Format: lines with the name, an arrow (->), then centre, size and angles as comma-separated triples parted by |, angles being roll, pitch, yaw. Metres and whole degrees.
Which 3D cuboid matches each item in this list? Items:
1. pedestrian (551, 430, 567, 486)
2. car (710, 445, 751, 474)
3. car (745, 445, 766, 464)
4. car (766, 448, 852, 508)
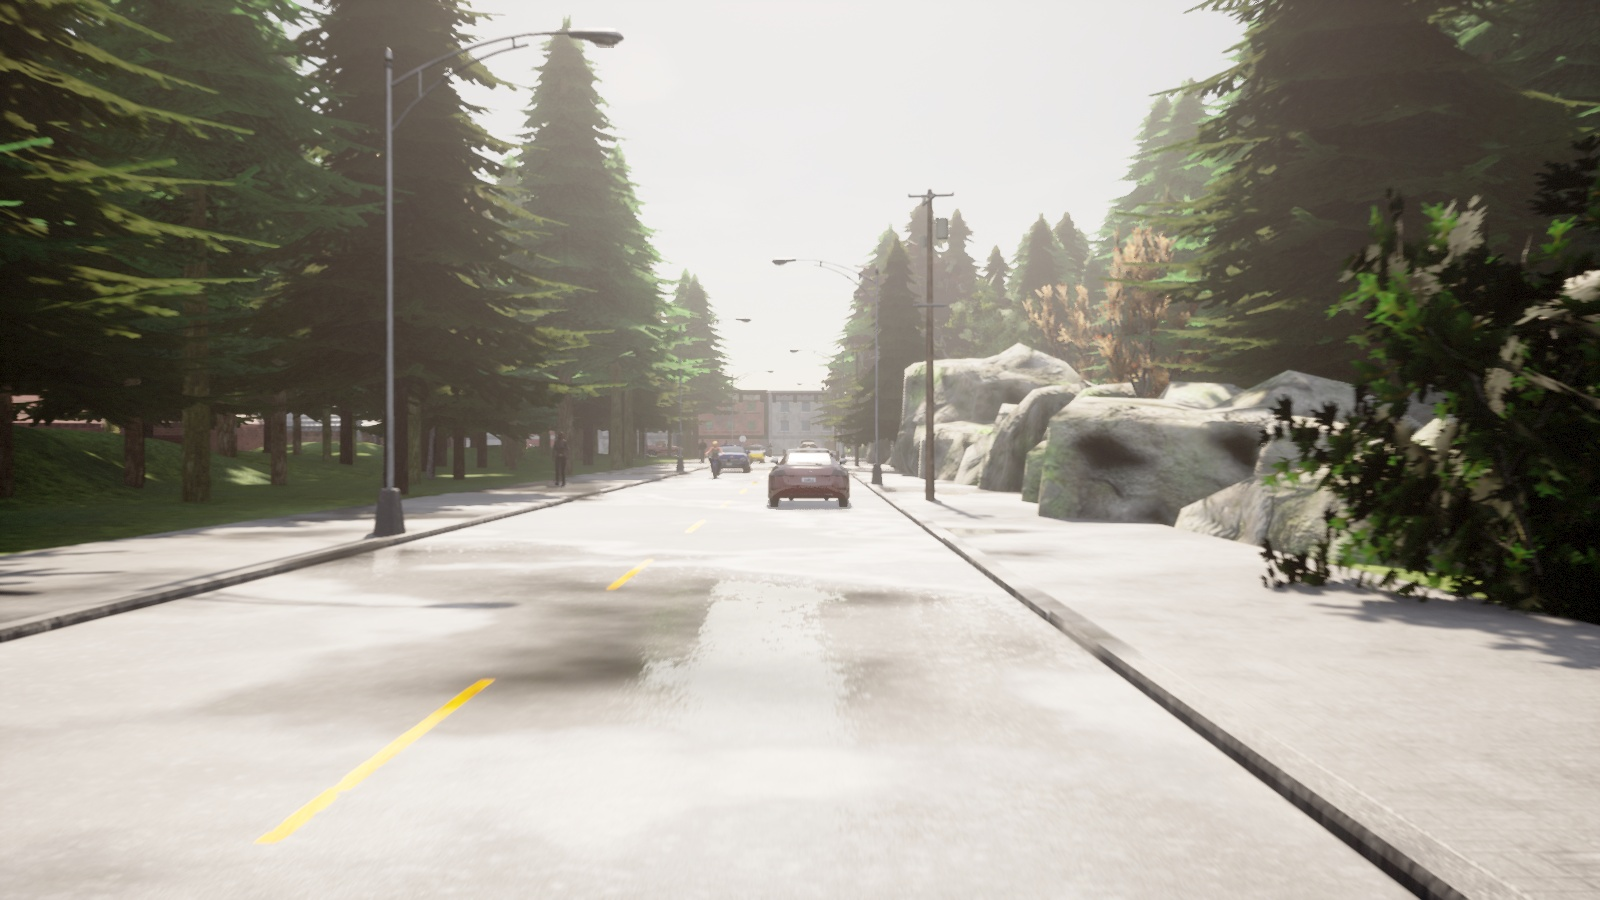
pedestrian -> -7.783, 0.246, 40.557 | 0.328, 1.805, 0.869 | 0, 0, 1
car -> -3.542, 0.444, 64.870 | 1.812, 1.442, 4.674 | 0, 0, 0
car -> -3.338, 0.326, 93.941 | 1.481, 1.376, 2.207 | 0, 0, 0
car -> 0.222, 0.653, 31.429 | 1.994, 1.385, 4.181 | 0, 0, 0
